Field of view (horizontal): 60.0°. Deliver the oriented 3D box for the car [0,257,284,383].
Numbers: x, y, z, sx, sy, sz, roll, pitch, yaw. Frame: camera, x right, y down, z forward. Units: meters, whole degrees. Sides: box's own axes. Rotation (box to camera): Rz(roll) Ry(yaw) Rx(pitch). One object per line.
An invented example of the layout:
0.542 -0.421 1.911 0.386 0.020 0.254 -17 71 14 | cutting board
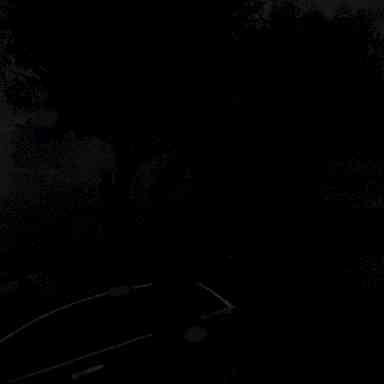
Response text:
-1.205 1.504 3.133 4.892 1.490 1.837 0 0 -35 | car
